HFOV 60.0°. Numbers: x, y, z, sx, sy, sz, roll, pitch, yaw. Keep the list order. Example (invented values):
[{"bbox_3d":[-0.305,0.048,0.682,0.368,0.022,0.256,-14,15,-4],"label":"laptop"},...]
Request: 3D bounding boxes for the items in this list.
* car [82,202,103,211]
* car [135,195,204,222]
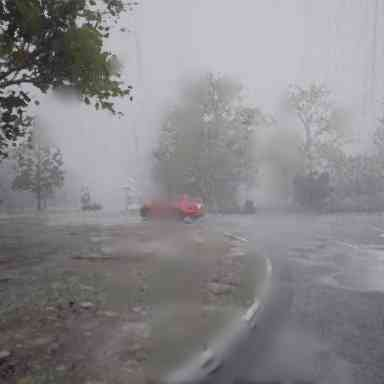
[{"bbox_3d":[-14.517,2.168,48.748,1.895,1.301,4.718,0,-4,0],"label":"car"},{"bbox_3d":[-1.626,1.239,26.508,5.566,2.045,2.150,0,-1,38],"label":"car"}]
